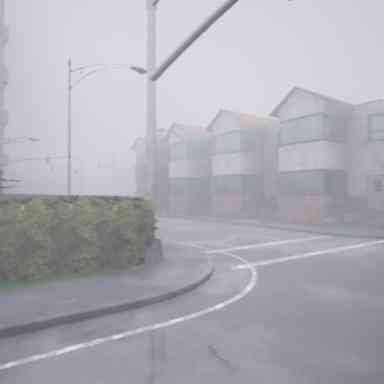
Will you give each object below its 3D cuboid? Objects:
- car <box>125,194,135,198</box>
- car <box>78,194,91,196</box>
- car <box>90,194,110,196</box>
[{"bbox_3d":[-12.295,1.436,76.202,4.514,1.523,2.007,0,0,-36],"label":"car"},{"bbox_3d":[-24.203,1.269,79.964,5.027,1.636,2.152,0,0,-36],"label":"car"},{"bbox_3d":[-20.144,1.348,74.983,3.806,1.475,1.970,0,0,-36],"label":"car"}]
